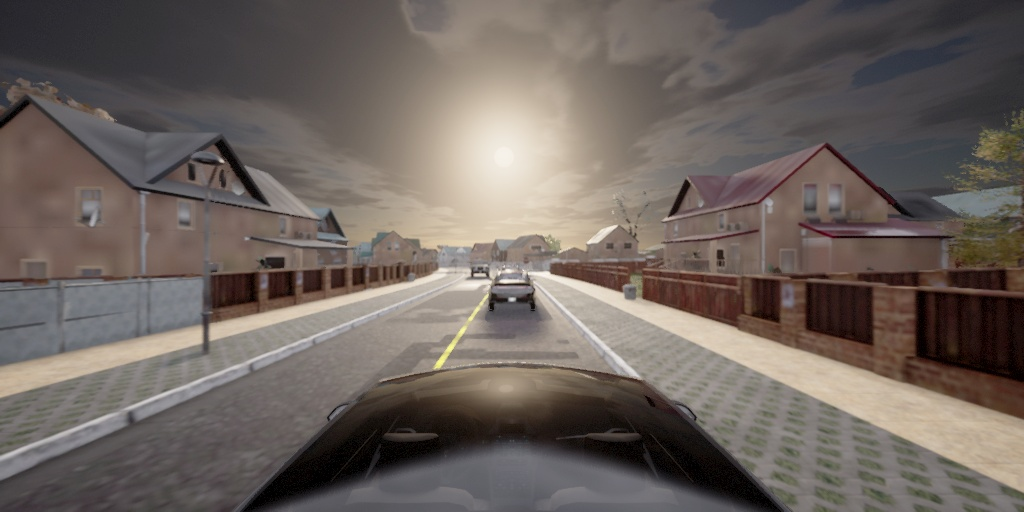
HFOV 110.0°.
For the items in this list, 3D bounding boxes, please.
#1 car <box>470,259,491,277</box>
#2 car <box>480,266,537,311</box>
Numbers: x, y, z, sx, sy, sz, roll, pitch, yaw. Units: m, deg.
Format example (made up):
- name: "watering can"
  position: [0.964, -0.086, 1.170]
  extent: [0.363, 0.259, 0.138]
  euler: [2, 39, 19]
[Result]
- name: "car"
  position: [-3.758, 1.419, 42.186]
  extent: [2.150, 2.045, 5.566]
  euler: [0, -1, -5]
- name: "car"
  position: [0.022, 1.378, 15.347]
  extent: [2.128, 1.511, 4.902]
  euler: [0, 0, 0]
